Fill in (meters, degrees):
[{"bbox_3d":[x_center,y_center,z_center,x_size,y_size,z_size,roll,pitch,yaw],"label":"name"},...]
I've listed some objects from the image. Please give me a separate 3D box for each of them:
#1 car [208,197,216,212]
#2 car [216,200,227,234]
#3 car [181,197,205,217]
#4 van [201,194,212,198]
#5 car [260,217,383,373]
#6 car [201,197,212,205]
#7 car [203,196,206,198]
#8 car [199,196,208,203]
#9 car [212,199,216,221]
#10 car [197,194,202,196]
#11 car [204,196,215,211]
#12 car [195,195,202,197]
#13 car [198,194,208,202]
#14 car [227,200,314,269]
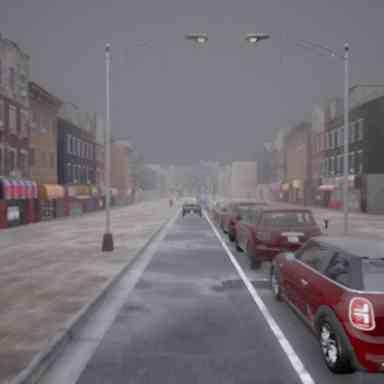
[{"bbox_3d":[2.627,1.458,27.265,1.967,1.590,4.097,-1,0,0],"label":"car"},{"bbox_3d":[2.627,1.322,16.460,2.192,1.841,5.009,-1,0,0],"label":"car"},{"bbox_3d":[0.009,1.530,32.044,1.837,1.490,4.892,0,0,0],"label":"car"},{"bbox_3d":[2.623,1.399,48.875,1.690,1.788,3.998,-1,0,0],"label":"van"},{"bbox_3d":[2.630,1.441,5.656,1.967,1.590,4.097,-1,0,0],"label":"car"},{"bbox_3d":[2.625,1.667,59.679,1.802,1.307,4.206,-1,0,0],"label":"car"},{"bbox_3d":[2.626,1.572,43.642,1.752,1.417,4.829,-1,0,0],"label":"car"},{"bbox_3d":[2.622,1.702,75.886,1.947,1.339,4.313,-1,0,0],"label":"car"},{"bbox_3d":[2.628,1.452,21.863,1.967,1.590,4.097,-1,0,0],"label":"car"},{"bbox_3d":[2.622,1.558,70.484,1.967,1.590,4.097,-1,0,0],"label":"car"},{"bbox_3d":[2.627,1.561,38.239,1.752,1.417,4.829,-1,0,0],"label":"car"},{"bbox_3d":[0.044,1.577,46.190,1.812,1.442,4.674,0,0,0],"label":"car"},{"bbox_3d":[2.619,1.470,81.289,2.192,1.841,5.009,-1,0,0],"label":"car"},{"bbox_3d":[2.628,1.318,11.057,2.192,1.841,5.009,-1,0,0],"label":"car"}]
